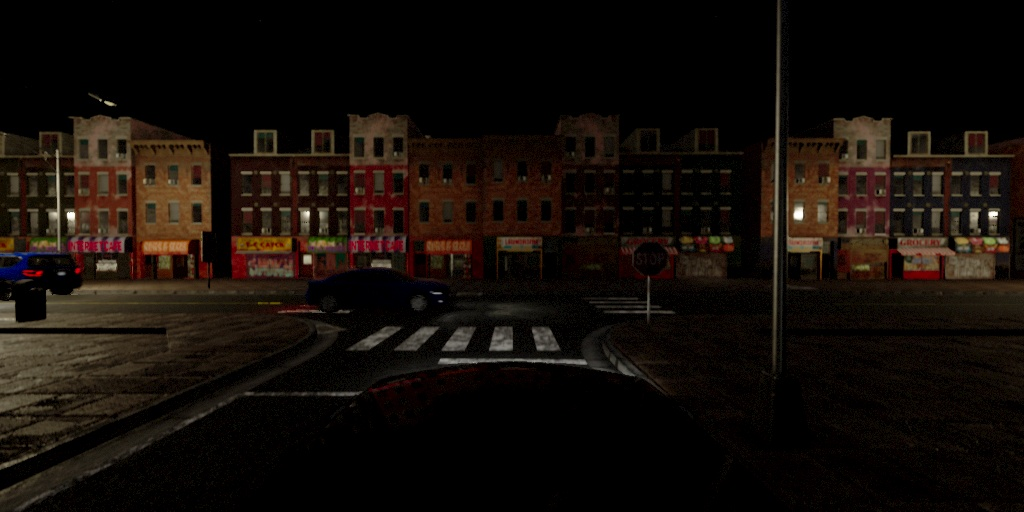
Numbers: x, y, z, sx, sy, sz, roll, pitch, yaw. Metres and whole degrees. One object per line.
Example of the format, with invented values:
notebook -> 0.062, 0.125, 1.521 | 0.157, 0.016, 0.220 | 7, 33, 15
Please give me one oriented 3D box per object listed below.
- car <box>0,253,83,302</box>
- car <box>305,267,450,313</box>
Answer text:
car -> -22.924, 0.893, 16.123 | 5.566, 2.045, 2.150 | 0, 1, 0
car -> -4.775, 1.173, 13.075 | 5.008, 1.535, 1.882 | 0, 1, 0
